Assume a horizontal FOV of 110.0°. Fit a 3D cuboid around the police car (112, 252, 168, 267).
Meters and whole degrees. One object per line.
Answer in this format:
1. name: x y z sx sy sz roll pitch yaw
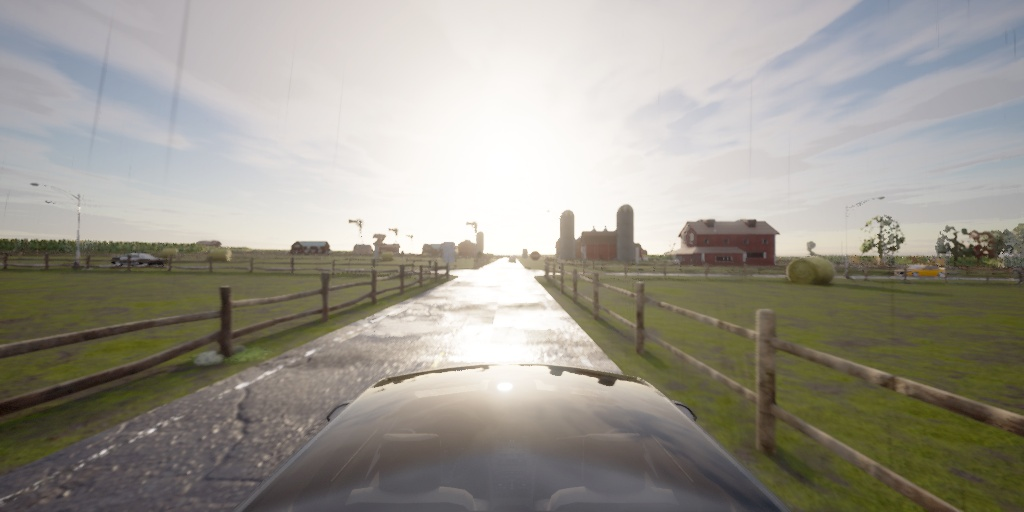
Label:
1. police car: -41.704 0.404 40.350 5.238 1.638 1.930 1 0 0
